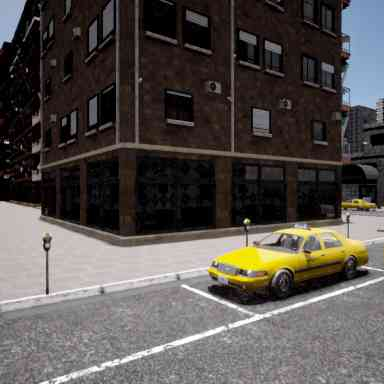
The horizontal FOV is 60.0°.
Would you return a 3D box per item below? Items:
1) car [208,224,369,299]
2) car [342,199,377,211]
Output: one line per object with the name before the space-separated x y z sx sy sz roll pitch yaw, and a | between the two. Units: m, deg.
car | 2.614 1.525 8.433 4.829 1.417 1.752 0 0 -36
car | 19.281 1.469 39.658 1.752 1.417 4.829 0 0 -35
